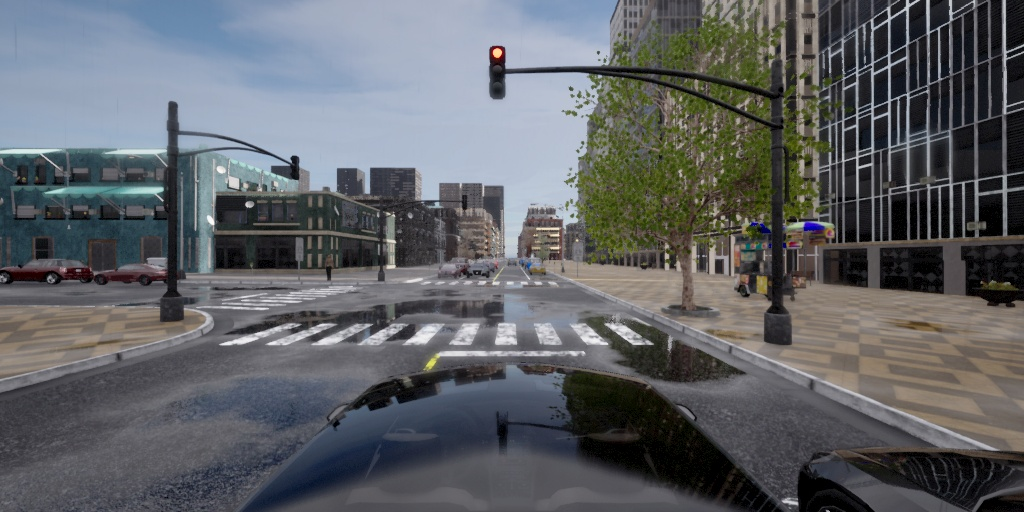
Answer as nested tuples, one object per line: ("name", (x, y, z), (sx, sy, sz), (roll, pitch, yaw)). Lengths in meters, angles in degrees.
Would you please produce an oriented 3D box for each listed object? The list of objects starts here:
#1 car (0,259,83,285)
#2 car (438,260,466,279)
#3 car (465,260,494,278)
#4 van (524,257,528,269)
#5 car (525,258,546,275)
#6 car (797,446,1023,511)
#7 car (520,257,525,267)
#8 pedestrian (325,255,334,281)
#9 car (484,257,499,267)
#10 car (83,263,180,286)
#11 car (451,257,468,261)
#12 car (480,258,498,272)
("car", (-28.360, 0.879, 21.800), (4.097, 1.591, 1.967), (0, 0, -1))
("car", (-5.676, 1.334, 32.956), (1.802, 1.307, 4.207), (0, 0, 0))
("car", (-3.085, 1.316, 33.779), (1.994, 1.385, 4.181), (0, 0, 0))
("van", (2.709, 1.094, 44.057), (1.690, 1.789, 3.998), (0, 0, 0))
("car", (2.706, 1.278, 38.676), (1.751, 1.417, 4.829), (0, 0, 0))
("car", (2.691, 1.316, 0.476), (1.948, 1.339, 4.313), (0, 0, 0))
("car", (2.713, 1.305, 55.159), (2.007, 1.370, 4.403), (0, 0, 0))
("pedestrian", (-12.739, 0.788, 24.963), (0.375, 1.860, 0.375), (0, -1, -1))
("car", (-3.066, 1.232, 54.498), (1.882, 1.535, 5.008), (0, 0, 0))
("car", (-22.812, 1.089, 21.876), (4.207, 1.307, 1.802), (0, 0, -1))
("car", (-5.674, 1.067, 38.507), (2.192, 1.841, 5.009), (0, 0, 0))
("car", (-3.081, 1.317, 43.828), (1.994, 1.385, 4.181), (0, 0, 0))
